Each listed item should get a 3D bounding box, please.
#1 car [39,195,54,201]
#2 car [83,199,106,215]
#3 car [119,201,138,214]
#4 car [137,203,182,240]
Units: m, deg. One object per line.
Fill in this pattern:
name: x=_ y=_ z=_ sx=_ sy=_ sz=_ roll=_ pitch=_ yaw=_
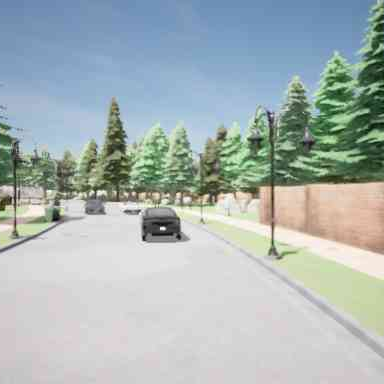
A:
car: x=-30.808 y=1.361 z=70.355 sx=1.882 sy=1.535 sz=5.008 roll=0 pitch=0 yaw=-40
car: x=-10.125 y=1.562 z=34.502 sx=1.837 sy=1.490 sz=4.892 roll=0 pitch=0 yaw=-20
car: x=-6.694 y=1.645 z=35.990 sx=1.895 sy=1.301 sz=4.718 roll=0 pitch=0 yaw=-19
car: x=-1.727 y=1.493 z=17.369 sx=1.882 sy=1.535 sz=5.008 roll=0 pitch=0 yaw=-10
